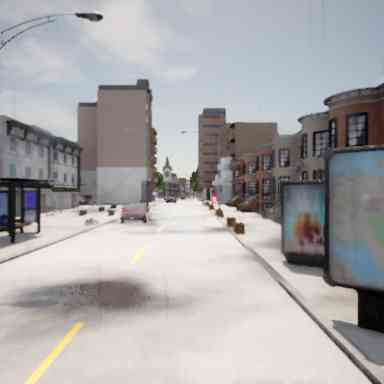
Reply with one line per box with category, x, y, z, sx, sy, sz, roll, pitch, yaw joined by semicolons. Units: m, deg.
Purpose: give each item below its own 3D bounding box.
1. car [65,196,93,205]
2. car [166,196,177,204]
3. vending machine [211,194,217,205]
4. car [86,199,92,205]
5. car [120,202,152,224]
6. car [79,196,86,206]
car;-19.493;1.421;57.479;4.193;1.474;1.816;0;0;10
car;-4.061;1.570;66.047;1.994;1.385;4.181;1;0;-1
vending machine;4.231;1.423;63.353;1.100;2.100;0.880;0;0;0
car;-19.347;1.353;54.528;4.611;1.667;2.242;0;0;10
car;-4.109;1.528;25.006;1.812;1.442;4.674;0;0;0
car;-19.111;1.247;51.427;3.866;1.878;1.905;0;0;10
